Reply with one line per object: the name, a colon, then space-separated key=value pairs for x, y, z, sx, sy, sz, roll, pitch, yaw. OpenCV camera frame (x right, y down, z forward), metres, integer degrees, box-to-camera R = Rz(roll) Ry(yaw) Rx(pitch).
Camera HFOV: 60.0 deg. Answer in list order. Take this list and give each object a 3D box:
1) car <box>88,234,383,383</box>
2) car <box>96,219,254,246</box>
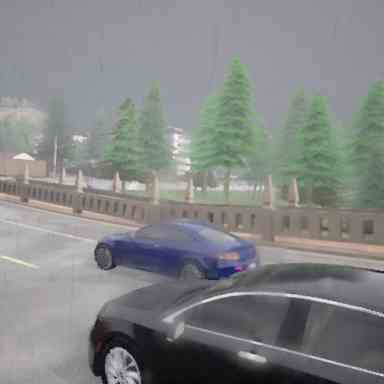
car: x=1.011 y=1.498 z=3.271 sx=4.892 sy=1.490 sz=1.837 roll=1 pitch=0 yaw=36
car: x=-0.541 y=1.429 z=8.676 sx=4.674 sy=1.442 sz=1.812 roll=2 pitch=1 yaw=35
